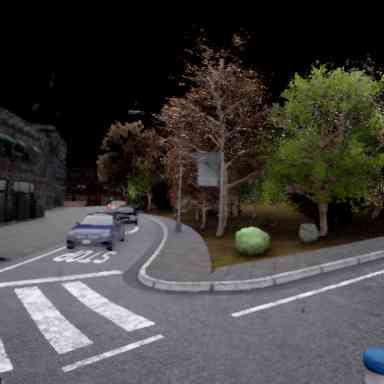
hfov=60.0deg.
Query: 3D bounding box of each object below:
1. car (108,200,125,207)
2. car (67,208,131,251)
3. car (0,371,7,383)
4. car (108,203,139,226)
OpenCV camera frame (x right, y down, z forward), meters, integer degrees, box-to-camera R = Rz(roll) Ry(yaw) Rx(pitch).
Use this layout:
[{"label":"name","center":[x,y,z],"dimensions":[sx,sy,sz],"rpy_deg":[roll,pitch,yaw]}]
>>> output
[{"label":"car","center":[-8.402,1.754,38.144],"dimensions":[2.097,1.767,4.553],"rpy_deg":[3,-2,-21]},{"label":"car","center":[-4.177,1.698,15.221],"dimensions":[1.812,1.442,4.674],"rpy_deg":[2,-1,-2]},{"label":"car","center":[-3.346,1.535,1.312],"dimensions":[4.674,1.442,1.812],"rpy_deg":[2,-2,-36]},{"label":"car","center":[-5.207,1.833,25.902],"dimensions":[1.994,1.385,4.181],"rpy_deg":[3,-1,-11]}]
